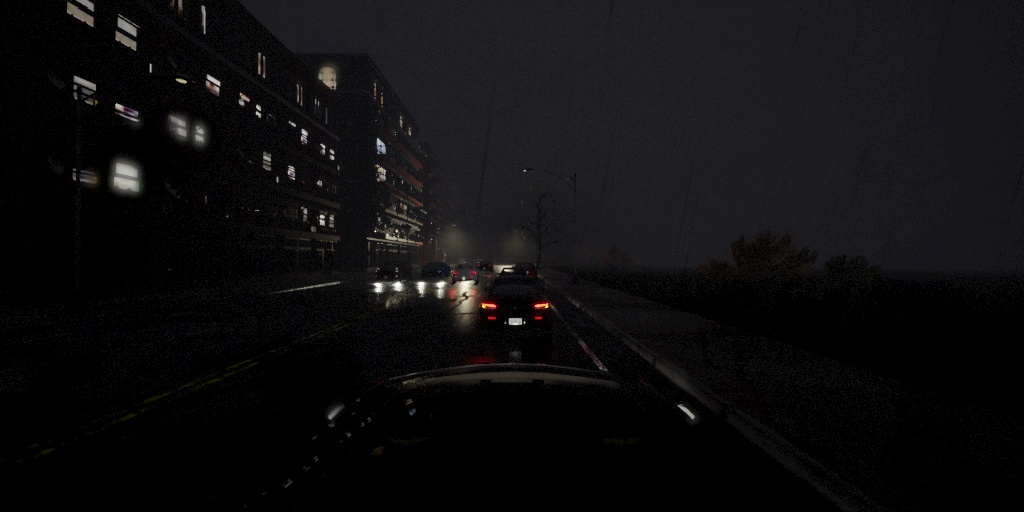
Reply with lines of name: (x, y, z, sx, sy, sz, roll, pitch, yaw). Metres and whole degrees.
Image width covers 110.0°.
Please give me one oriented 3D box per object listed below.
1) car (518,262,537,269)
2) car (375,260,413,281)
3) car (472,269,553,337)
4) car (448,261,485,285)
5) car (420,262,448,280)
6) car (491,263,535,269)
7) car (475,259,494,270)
car: (1.061, 1.232, 29.899, 1.882, 1.535, 5.008, 0, 0, 0)
car: (-9.929, 1.105, 30.425, 2.097, 1.767, 4.553, 0, 0, 0)
car: (0.069, 1.277, 10.203, 1.812, 1.442, 4.674, 0, 0, 0)
car: (-3.218, 1.279, 26.152, 1.812, 1.442, 4.674, 0, 0, 0)
car: (-6.682, 1.231, 31.493, 1.882, 1.535, 5.008, 0, 0, 0)
car: (0.050, 1.317, 20.370, 1.994, 1.385, 4.181, 0, 0, 0)
car: (-3.273, 1.279, 44.254, 1.812, 1.442, 4.674, 0, 0, -1)
